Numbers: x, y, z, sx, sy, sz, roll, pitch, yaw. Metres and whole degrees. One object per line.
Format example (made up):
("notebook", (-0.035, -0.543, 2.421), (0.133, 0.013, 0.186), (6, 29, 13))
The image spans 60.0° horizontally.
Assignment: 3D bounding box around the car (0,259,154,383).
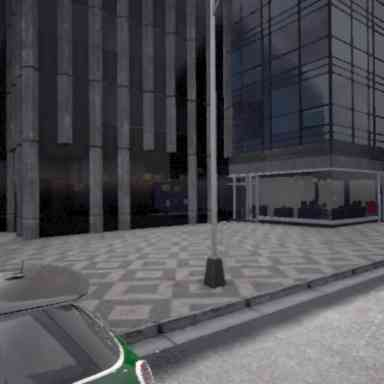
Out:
("car", (-2.412, 1.399, 1.657), (4.553, 1.767, 2.097), (-1, 0, -35))
